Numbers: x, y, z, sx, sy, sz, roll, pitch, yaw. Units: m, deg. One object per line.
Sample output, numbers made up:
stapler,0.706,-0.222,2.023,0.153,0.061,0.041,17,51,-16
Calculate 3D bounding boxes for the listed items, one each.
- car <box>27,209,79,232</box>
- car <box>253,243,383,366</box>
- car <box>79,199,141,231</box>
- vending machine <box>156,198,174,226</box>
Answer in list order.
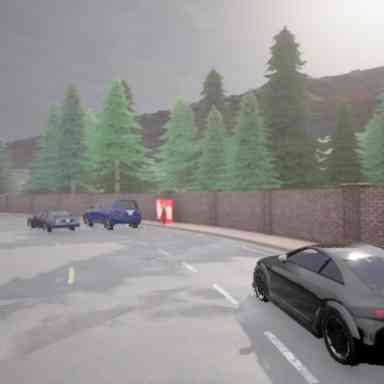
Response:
car,-9.482,1.884,22.614,2.033,1.411,5.357,0,-1,-43
car,2.608,1.612,5.985,1.994,1.385,4.181,0,-1,-10
car,-5.721,1.539,23.657,2.150,2.045,5.566,0,-1,-40
vending machine,-2.070,1.505,25.615,1.100,2.100,0.880,0,-1,-39
